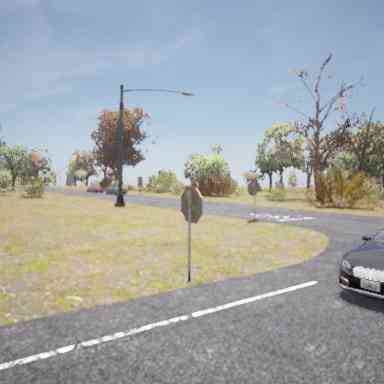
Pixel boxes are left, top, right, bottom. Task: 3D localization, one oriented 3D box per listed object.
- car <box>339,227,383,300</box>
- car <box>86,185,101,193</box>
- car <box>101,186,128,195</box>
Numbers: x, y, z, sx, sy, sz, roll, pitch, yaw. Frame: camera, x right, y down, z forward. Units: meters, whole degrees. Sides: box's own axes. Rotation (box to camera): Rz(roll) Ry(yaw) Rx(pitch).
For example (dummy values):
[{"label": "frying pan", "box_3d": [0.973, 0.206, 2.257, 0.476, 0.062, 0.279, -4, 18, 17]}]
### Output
[{"label": "car", "box_3d": [5.352, 1.419, 7.718, 4.902, 1.511, 2.128, -2, 1, -36]}, {"label": "car", "box_3d": [-17.543, -0.524, 60.008, 1.994, 1.385, 4.181, 0, 2, -36]}, {"label": "car", "box_3d": [-11.928, -0.232, 52.231, 2.033, 1.411, 5.357, 0, 2, -36]}]
